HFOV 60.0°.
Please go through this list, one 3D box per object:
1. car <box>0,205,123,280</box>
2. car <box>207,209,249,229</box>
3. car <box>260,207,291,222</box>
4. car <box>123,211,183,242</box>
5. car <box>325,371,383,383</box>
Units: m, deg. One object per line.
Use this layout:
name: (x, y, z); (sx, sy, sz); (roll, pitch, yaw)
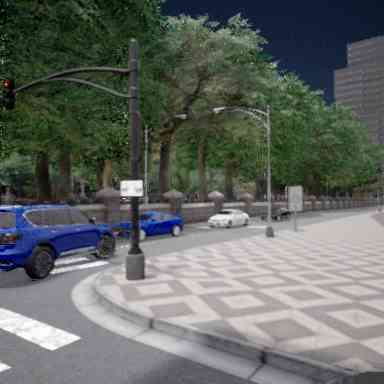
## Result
car: (-4.721, 1.459, 11.048); (2.150, 2.045, 5.566); (-2, -2, 16)
car: (3.099, 2.165, 27.505); (1.812, 1.442, 4.674); (-1, -2, 35)
car: (9.087, 2.335, 35.982); (1.882, 1.535, 5.008); (-1, -2, 36)
car: (-2.518, 1.917, 19.545); (1.882, 1.535, 5.008); (-1, -2, 35)
car: (2.543, 1.538, 1.151); (4.403, 1.369, 2.008); (-1, 0, 36)
